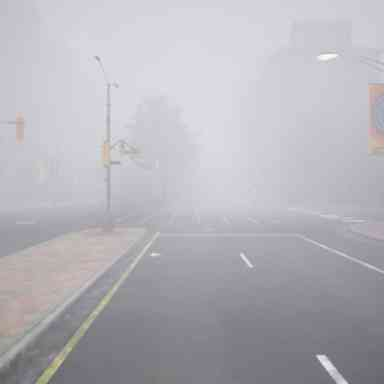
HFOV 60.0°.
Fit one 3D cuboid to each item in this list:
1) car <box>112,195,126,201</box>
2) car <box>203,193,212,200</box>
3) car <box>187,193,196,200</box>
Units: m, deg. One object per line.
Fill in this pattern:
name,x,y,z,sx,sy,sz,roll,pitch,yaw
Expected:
car,-14.856,1.205,67.807,1.895,1.301,4.718,0,0,0
car,3.382,0.990,74.574,2.128,1.511,4.902,0,0,0
car,-0.118,0.990,74.569,1.812,1.442,4.674,0,0,0
